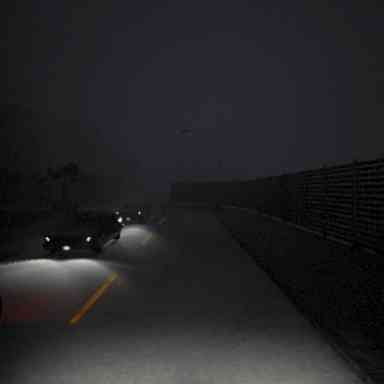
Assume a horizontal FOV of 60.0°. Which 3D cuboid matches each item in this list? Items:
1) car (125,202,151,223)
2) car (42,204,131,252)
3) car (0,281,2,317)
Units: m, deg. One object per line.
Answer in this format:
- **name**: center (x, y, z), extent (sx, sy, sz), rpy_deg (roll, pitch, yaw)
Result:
- **car**: center (-4.174, 1.440, 23.992), extent (1.895, 1.301, 4.718), rpy_deg (0, 0, 0)
- **car**: center (-4.152, 1.457, 13.676), extent (2.033, 1.411, 5.357), rpy_deg (0, 0, 0)
- **car**: center (-4.111, 1.330, 3.457), extent (2.097, 1.767, 4.553), rpy_deg (0, 0, 0)
